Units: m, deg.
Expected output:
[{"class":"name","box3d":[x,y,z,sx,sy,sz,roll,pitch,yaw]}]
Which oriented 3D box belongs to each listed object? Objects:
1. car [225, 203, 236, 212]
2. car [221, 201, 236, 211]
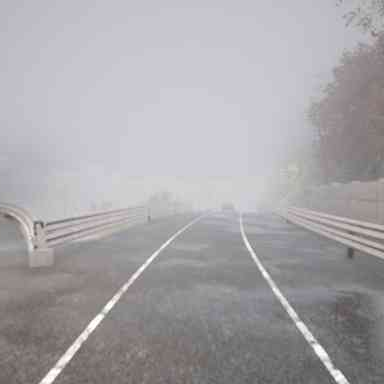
[{"class":"car","box3d":[7.151,2.845,61.138,1.812,1.442,4.674,0,-4,10]},{"class":"car","box3d":[5.519,2.189,50.888,2.128,1.511,4.902,0,-3,9]}]
